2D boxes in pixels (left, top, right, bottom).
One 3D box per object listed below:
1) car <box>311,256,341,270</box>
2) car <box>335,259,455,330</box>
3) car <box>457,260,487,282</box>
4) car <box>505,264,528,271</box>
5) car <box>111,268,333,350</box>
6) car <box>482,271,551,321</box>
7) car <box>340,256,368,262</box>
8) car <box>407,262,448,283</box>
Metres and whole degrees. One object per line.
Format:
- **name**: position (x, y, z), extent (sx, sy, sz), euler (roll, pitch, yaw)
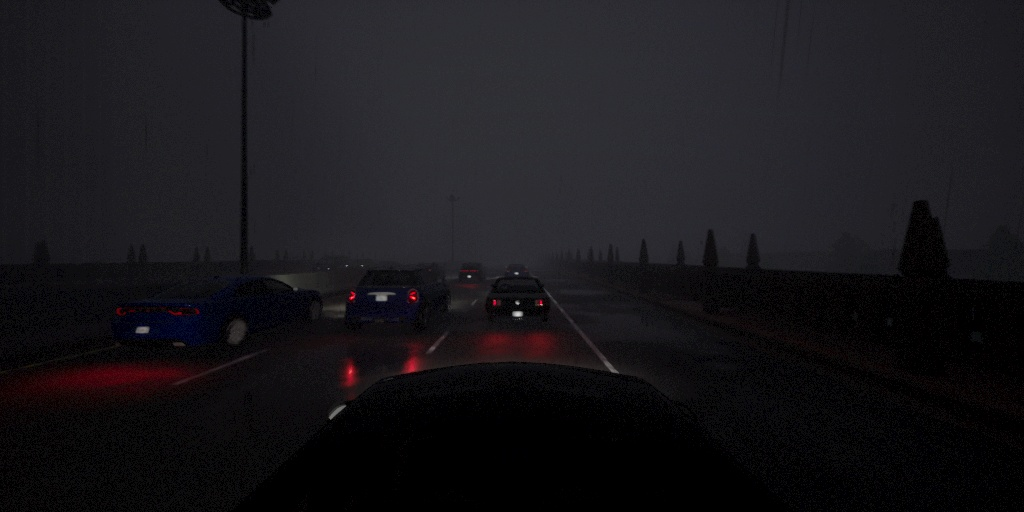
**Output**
- **car**: position (-20.692, 0.979, 41.201), extent (2.150, 2.045, 5.566), euler (0, 0, 1)
- **car**: position (-3.316, 1.105, 11.286), extent (2.097, 1.767, 4.553), euler (0, 0, 0)
- **car**: position (-3.138, 1.269, 28.973), extent (1.837, 1.490, 4.892), euler (0, 0, 1)
- **car**: position (0.373, 1.332, 29.876), extent (1.994, 1.385, 4.181), euler (0, 0, 1)
- **car**: position (-6.837, 1.226, 9.130), extent (1.882, 1.535, 5.008), euler (0, 0, 0)
- **car**: position (0.190, 1.358, 12.399), extent (1.895, 1.301, 4.718), euler (0, 0, 1)
- **car**: position (-17.195, 1.110, 40.924), extent (2.097, 1.767, 4.553), euler (0, 0, 1)
- **car**: position (-6.639, 1.252, 28.798), extent (2.128, 1.511, 4.902), euler (0, 0, 1)
